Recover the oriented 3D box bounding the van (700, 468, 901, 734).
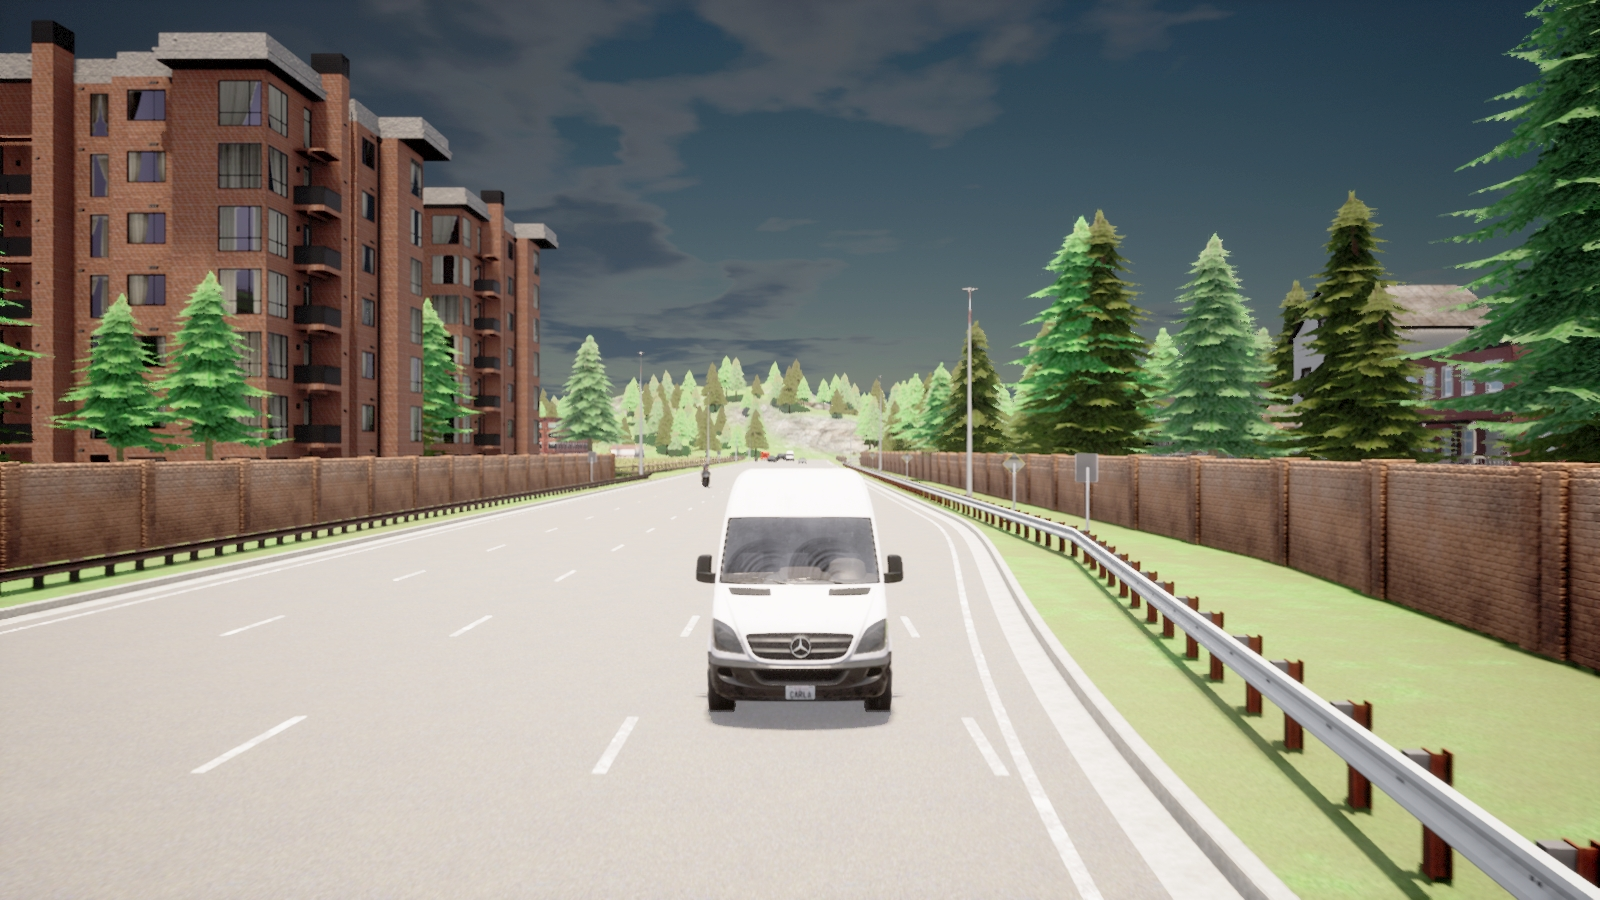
[{"bbox_3d":[0.003,1.542,14.266,1.988,2.561,5.915,0,0,0],"label":"van"}]
